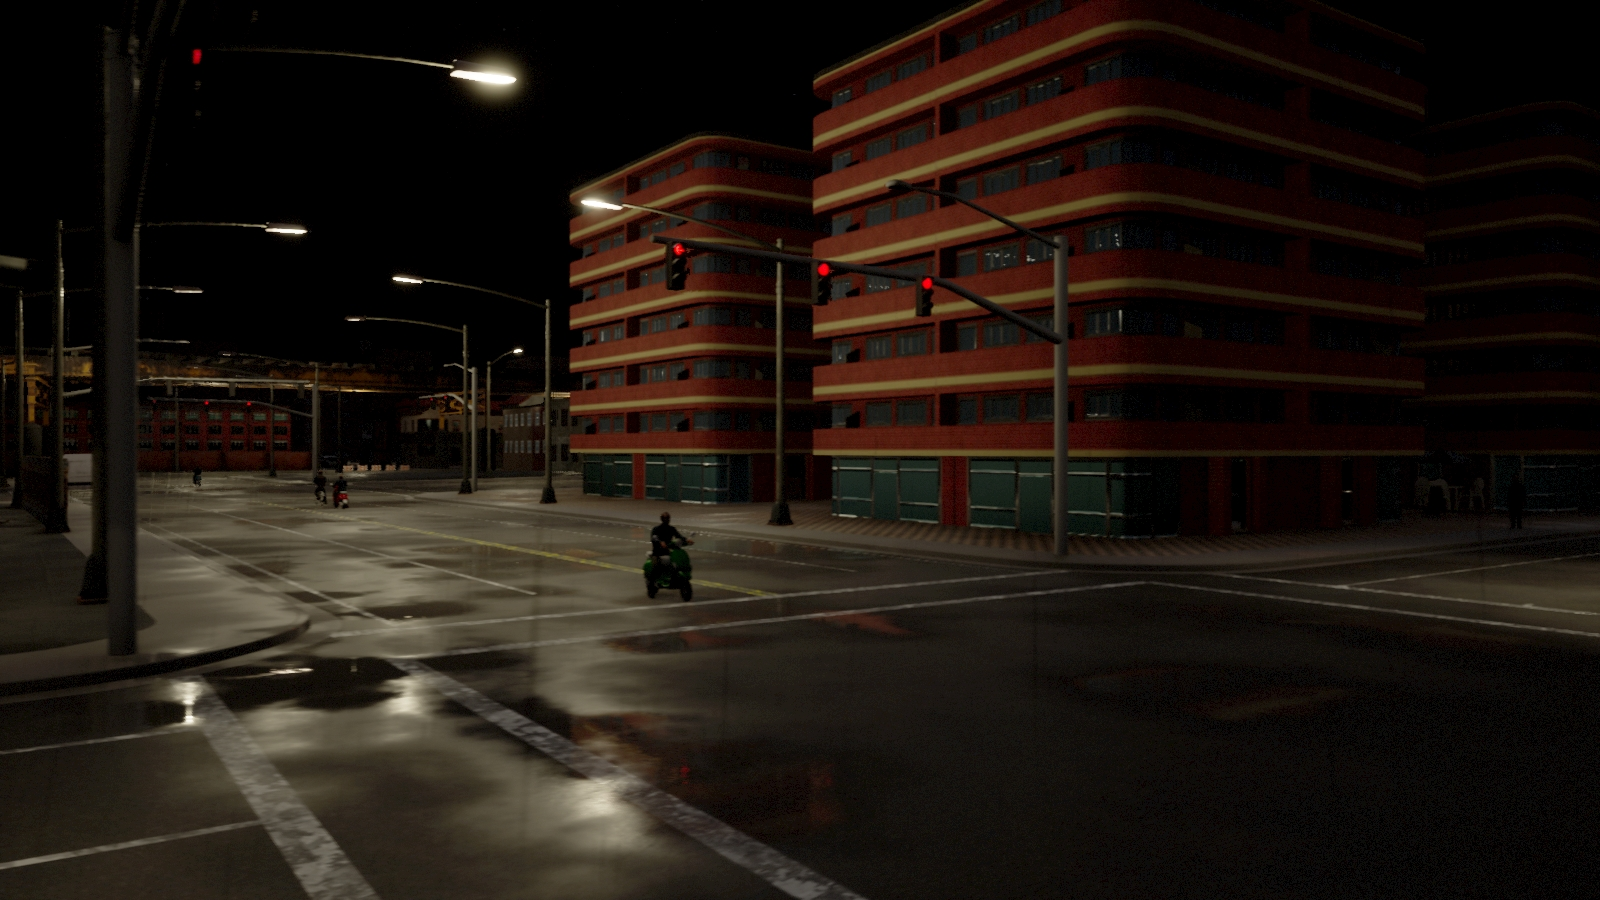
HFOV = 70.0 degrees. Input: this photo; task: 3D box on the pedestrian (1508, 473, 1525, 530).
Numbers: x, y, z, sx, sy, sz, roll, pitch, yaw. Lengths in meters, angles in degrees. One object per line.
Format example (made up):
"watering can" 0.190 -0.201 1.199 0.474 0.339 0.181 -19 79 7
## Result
"pedestrian" 23.673 1.695 37.756 0.375 1.860 0.375 0 0 -40
